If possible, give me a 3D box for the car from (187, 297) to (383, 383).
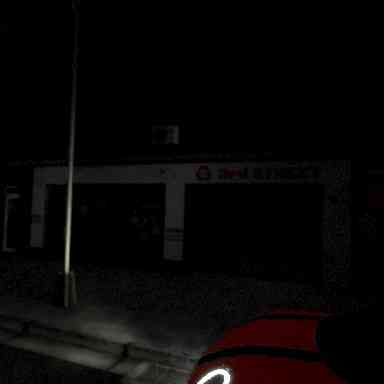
[{"bbox_3d":[2.160,1.547,2.532,4.553,1.767,2.097,1,-3,22],"label":"car"}]
